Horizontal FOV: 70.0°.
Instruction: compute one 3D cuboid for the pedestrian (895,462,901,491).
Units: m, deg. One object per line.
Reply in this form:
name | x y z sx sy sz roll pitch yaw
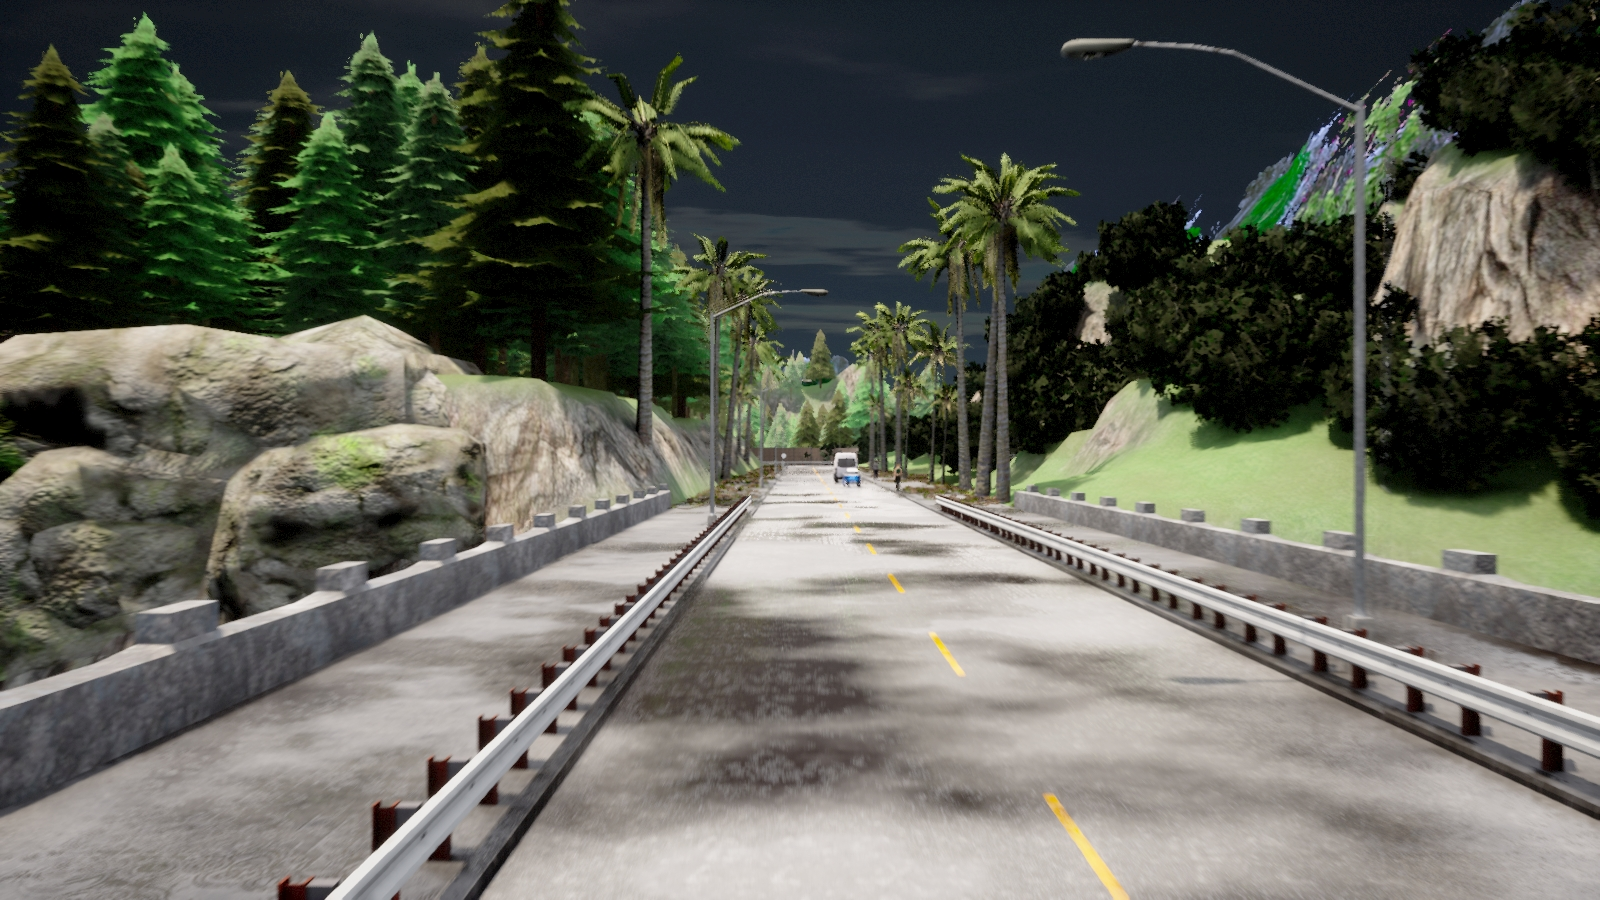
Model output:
pedestrian | 6.404 1.742 74.832 0.375 1.860 0.375 0 0 -1
